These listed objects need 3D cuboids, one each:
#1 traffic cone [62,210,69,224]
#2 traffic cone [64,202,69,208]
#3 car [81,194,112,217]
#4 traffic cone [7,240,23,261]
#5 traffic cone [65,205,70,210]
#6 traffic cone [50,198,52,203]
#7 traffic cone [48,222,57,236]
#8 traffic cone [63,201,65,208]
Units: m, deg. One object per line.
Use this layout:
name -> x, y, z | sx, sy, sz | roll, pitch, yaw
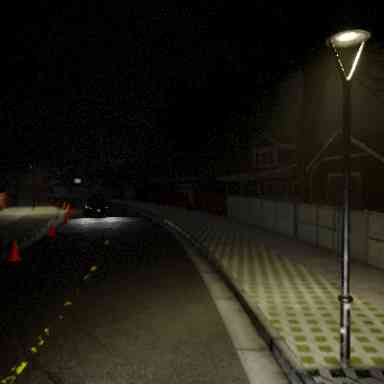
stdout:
traffic cone -> -7.365, 1.531, 19.403 | 0.340, 0.580, 0.340 | -1, 1, -16
traffic cone -> -10.592, 1.331, 28.535 | 0.340, 0.580, 0.340 | -1, 1, -23
car -> -7.125, 0.959, 24.725 | 1.837, 1.490, 4.892 | 0, 1, -20
traffic cone -> -5.291, 1.740, 9.943 | 0.340, 0.580, 0.340 | 0, 1, -9
traffic cone -> -8.837, 1.429, 24.019 | 0.340, 0.580, 0.340 | -1, 1, -19
traffic cone -> -17.480, 1.053, 41.312 | 0.340, 0.580, 0.340 | -1, 2, -34
traffic cone -> -6.182, 1.634, 14.705 | 0.340, 0.580, 0.340 | 0, 1, -12
traffic cone -> -12.622, 1.235, 32.933 | 0.340, 0.580, 0.340 | -1, 1, -27
